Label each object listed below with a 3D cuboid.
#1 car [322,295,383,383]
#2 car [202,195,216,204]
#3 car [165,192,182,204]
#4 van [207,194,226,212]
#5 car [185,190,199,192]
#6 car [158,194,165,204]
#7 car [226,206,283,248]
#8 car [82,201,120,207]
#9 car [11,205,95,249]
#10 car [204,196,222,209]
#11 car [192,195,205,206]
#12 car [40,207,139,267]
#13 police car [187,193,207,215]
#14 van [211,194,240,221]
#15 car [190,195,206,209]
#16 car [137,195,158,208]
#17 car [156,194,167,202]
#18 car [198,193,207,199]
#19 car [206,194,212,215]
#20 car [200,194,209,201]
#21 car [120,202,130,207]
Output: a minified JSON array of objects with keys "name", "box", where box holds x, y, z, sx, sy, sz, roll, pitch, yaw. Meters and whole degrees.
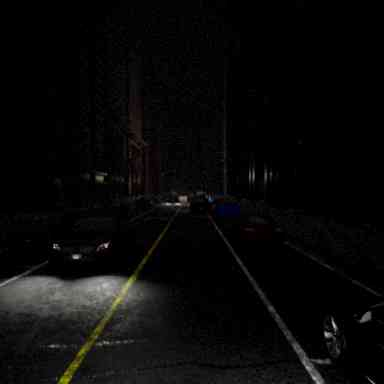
[{"name":"car","box":[2.673,1.549,2.851,1.947,1.339,4.313,1,0,0]},{"name":"car","box":[2.635,1.206,53.473,2.008,1.369,4.403,1,0,0]},{"name":"car","box":[-3.098,1.169,55.208,1.812,1.442,4.674,0,0,0]},{"name":"van","box":[2.650,1.113,36.598,1.690,1.788,3.998,1,0,0]},{"name":"car","box":[-0.059,0.845,80.288,2.033,1.411,5.357,0,0,0]},{"name":"car","box":[-5.890,1.207,53.461,2.008,1.369,4.403,1,0,0]},{"name":"car","box":[2.664,1.498,14.101,1.802,1.307,4.206,1,0,0]},{"name":"car","box":[-5.864,1.322,19.714,1.967,1.590,4.097,1,0,0]},{"name":"car","box":[-5.861,1.461,14.091,1.887,1.381,4.507,1,0,0]},{"name":"car","box":[2.644,1.284,42.224,2.008,1.369,4.403,1,0,0]},{"name":"car","box":[0.864,1.221,47.809,1.812,1.442,4.674,0,0,0]},{"name":"car","box":[-3.109,1.459,11.255,1.812,1.442,4.674,0,0,0]},{"name":"police car","box":[0.729,1.229,31.878,1.930,1.638,5.238,0,0,-3]},{"name":"van","box":[2.658,1.187,25.348,1.690,1.788,3.998,1,0,0]},{"name":"car","box":[0.710,1.215,41.805,1.882,1.535,5.008,0,0,0]},{"name":"car","box":[-5.881,1.279,42.213,1.887,1.381,4.507,1,0,0]},{"name":"car","box":[-5.898,1.101,64.539,1.752,1.417,4.829,1,0,0]},{"name":"car","box":[2.614,1.011,81.596,1.947,1.339,4.313,1,0,0]},{"name":"car","box":[2.653,1.250,30.973,1.967,1.590,4.097,1,0,0]},{"name":"car","box":[2.623,1.076,70.346,1.887,1.381,4.507,1,0,0]},{"name":"car","box":[-5.869,1.391,25.339,1.887,1.381,4.507,1,0,0]}]
